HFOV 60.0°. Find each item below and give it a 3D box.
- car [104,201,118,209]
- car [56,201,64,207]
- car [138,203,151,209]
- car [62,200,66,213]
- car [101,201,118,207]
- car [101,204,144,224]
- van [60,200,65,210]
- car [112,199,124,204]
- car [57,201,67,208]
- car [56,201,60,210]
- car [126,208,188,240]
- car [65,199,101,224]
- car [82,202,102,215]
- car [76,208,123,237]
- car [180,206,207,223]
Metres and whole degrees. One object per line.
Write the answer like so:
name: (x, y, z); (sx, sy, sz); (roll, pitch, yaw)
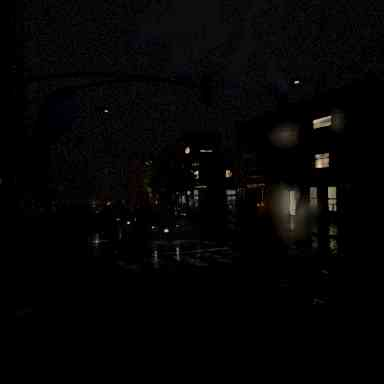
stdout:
car: (-15.840, 2.512, 64.984); (1.752, 1.417, 4.829); (-2, 0, -24)
car: (-34.439, 3.024, 86.705); (1.752, 1.417, 4.829); (-2, 0, -24)
car: (-6.630, 2.176, 43.864); (2.008, 1.369, 4.403); (-2, 0, -24)
car: (-14.344, 2.150, 40.524); (1.967, 1.590, 4.097); (-2, 0, -24)
car: (-9.909, 2.108, 36.914); (1.837, 1.490, 4.892); (-1, -1, -23)
car: (-5.880, 1.992, 27.633); (2.033, 1.411, 5.357); (-1, -1, -24)
van: (-19.046, 2.236, 51.344); (1.690, 1.788, 3.998); (-2, 0, -24)
car: (-13.570, 2.212, 59.755); (2.192, 1.841, 5.009); (-2, 0, -24)
car: (-30.087, 2.872, 76.712); (1.887, 1.381, 4.507); (-2, 0, -24)
car: (-23.465, 2.383, 61.492); (2.192, 1.841, 5.009); (-2, 0, -24)
car: (-2.132, 1.861, 19.040); (1.994, 1.385, 4.181); (-1, -1, -24)
car: (-10.012, 1.851, 30.340); (2.192, 1.841, 5.009); (-2, 0, -24)
car: (-14.090, 2.262, 46.638); (2.128, 1.511, 4.902); (-1, -1, -23)
car: (-5.901, 1.940, 20.847); (1.947, 1.339, 4.313); (-2, 0, -24)
car: (-0.188, 1.926, 29.364); (2.008, 1.369, 4.403); (-2, 0, -24)
